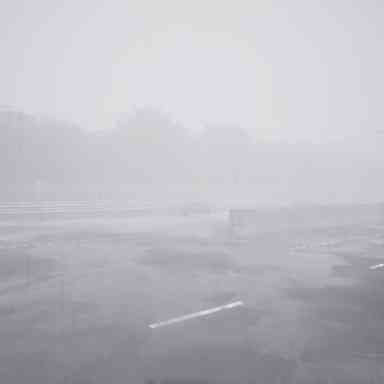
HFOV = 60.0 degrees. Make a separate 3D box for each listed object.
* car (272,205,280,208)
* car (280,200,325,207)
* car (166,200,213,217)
[{"bbox_3d":[9.757,1.516,32.489,4.674,1.442,1.812,0,0,-35],"label":"car"},{"bbox_3d":[10.065,1.593,28.418,4.718,1.301,1.895,0,0,-35],"label":"car"},{"bbox_3d":[-0.197,1.442,29.733,4.181,1.385,1.994,0,-1,-36],"label":"car"}]
